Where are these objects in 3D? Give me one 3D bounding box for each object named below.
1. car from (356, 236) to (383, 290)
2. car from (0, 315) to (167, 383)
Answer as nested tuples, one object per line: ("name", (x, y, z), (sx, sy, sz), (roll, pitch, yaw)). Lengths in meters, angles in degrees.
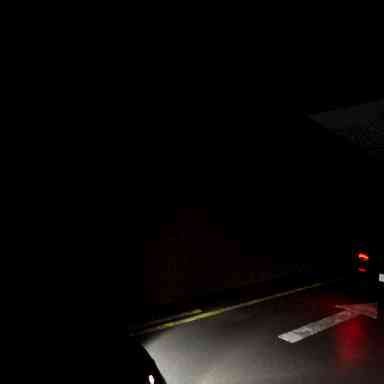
("car", (5.678, 1.526, 7.819), (4.674, 1.442, 1.812), (0, 0, -35))
("car", (-2.208, 1.564, 2.267), (4.181, 1.385, 1.994), (0, 0, -35))
